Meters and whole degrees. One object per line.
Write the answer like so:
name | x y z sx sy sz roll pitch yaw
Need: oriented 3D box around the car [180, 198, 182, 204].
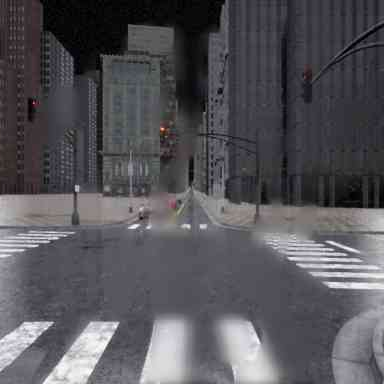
car | -2.996 1.601 63.604 1.895 1.301 4.718 0 0 0

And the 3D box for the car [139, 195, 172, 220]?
car | -3.119 1.350 27.827 2.097 1.767 4.553 0 0 1

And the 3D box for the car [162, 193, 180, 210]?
car | -3.095 1.210 42.920 2.150 2.045 5.566 0 1 0
